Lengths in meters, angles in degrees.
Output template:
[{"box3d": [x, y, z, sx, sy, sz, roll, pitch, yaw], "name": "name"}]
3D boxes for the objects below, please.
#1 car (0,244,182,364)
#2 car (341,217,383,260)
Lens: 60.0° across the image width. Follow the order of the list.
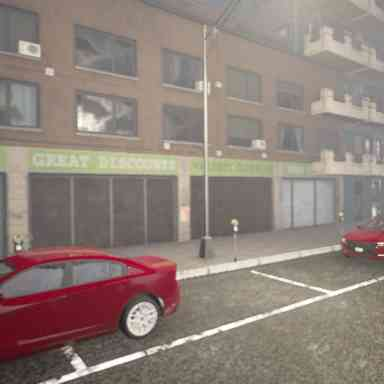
[{"box3d": [-2.282, 1.543, 4.945, 4.507, 1.381, 1.887, 0, -1, -36], "name": "car"}, {"box3d": [6.973, 1.529, 11.549, 4.507, 1.381, 1.887, 0, -1, -36], "name": "car"}]
